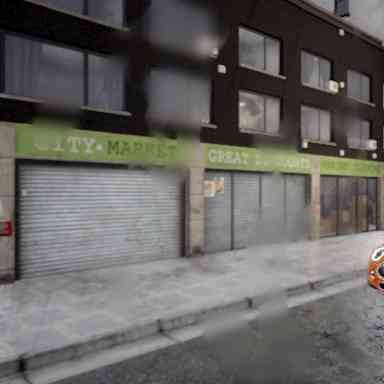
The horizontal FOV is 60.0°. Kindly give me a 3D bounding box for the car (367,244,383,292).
[{"bbox_3d":[6.055,1.353,7.700,4.553,1.767,2.097,0,0,-36],"label":"car"}]
